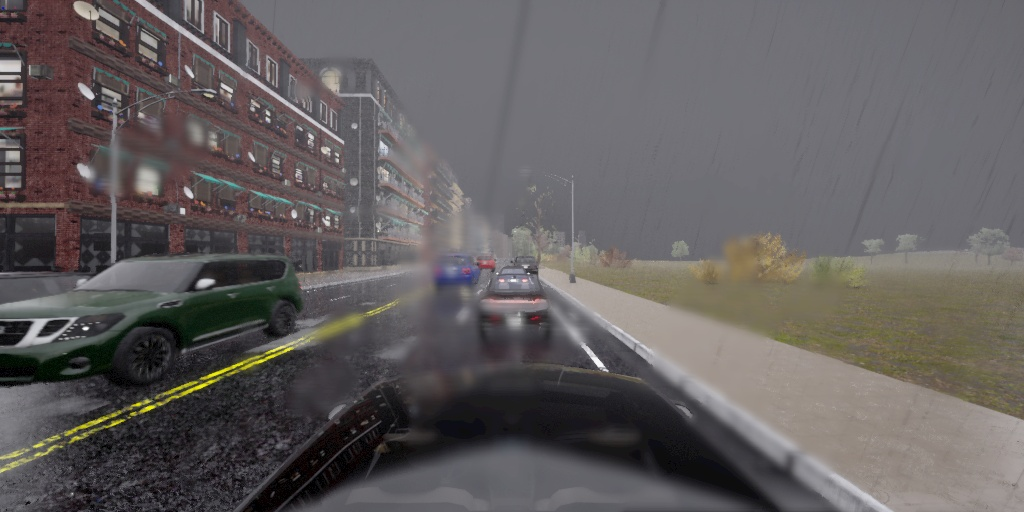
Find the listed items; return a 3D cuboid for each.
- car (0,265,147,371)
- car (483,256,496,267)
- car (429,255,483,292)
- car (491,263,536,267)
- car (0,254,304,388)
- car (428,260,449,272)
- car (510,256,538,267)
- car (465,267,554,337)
[{"bbox_3d":[-9.861,1.103,6.393,2.097,1.767,4.553,0,0,0],"label":"car"},{"bbox_3d":[-3.250,0.971,45.317,2.150,2.045,5.566,0,-1,-1],"label":"car"},{"bbox_3d":[-3.196,0.973,21.629,2.150,2.045,5.566,0,0,0],"label":"car"},{"bbox_3d":[0.060,1.301,20.758,2.033,1.411,5.357,0,0,0],"label":"car"},{"bbox_3d":[-6.613,0.972,7.269,2.150,2.045,5.566,0,0,0],"label":"car"},{"bbox_3d":[-9.958,1.258,48.709,1.837,1.490,4.892,0,0,0],"label":"car"},{"bbox_3d":[1.069,0.979,30.970,2.150,2.045,5.566,0,0,0],"label":"car"},{"bbox_3d":[0.081,1.243,10.318,2.128,1.511,4.902,0,0,0],"label":"car"}]
